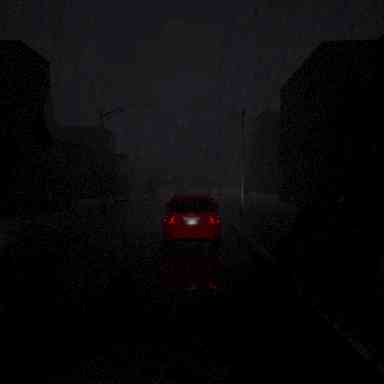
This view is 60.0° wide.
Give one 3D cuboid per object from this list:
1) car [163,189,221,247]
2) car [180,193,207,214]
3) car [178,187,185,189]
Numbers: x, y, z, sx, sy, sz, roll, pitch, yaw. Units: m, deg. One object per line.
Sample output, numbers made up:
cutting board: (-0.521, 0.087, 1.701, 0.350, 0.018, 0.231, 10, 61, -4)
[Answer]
car: (-0.001, 1.065, 14.147, 2.150, 2.045, 5.566, 0, 2, 0)
car: (0.206, 0.900, 29.114, 2.128, 1.511, 4.902, 0, 2, 3)
car: (-2.372, -0.376, 75.988, 2.033, 1.411, 5.357, 0, 2, 1)
